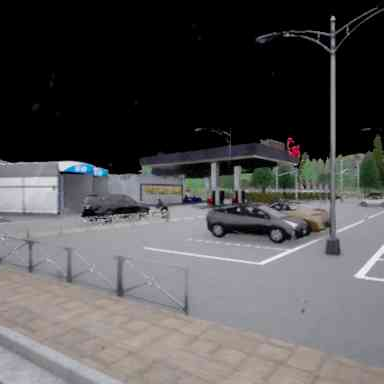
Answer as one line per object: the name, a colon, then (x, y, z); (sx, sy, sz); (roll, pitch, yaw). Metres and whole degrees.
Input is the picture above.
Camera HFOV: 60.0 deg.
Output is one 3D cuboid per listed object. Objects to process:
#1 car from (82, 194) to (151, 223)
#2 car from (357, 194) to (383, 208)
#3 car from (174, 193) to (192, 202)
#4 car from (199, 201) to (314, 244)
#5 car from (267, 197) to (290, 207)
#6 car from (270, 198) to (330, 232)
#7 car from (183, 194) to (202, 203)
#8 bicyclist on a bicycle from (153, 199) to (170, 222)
car: (-5.683, 1.208, 25.455); (2.150, 2.045, 5.566); (0, 0, 38)
car: (24.742, 1.355, 45.299); (3.806, 1.475, 1.970); (0, 0, 36)
car: (-1.991, 1.281, 74.925); (1.905, 1.878, 3.866); (0, 0, 36)
car: (2.811, 1.335, 15.011); (4.514, 1.523, 2.007); (0, 0, 36)
car: (13.270, 1.549, 50.973); (1.994, 1.385, 4.181); (0, 0, 37)
car: (4.615, 1.326, 17.578); (5.027, 1.636, 2.152); (0, 0, 36)
car: (0.032, 1.452, 68.086); (2.242, 1.667, 4.611); (0, 0, 36)
bicyclist on a bicycle: (-2.191, 1.290, 23.609); (1.656, 1.620, 0.582); (0, 0, 36)
